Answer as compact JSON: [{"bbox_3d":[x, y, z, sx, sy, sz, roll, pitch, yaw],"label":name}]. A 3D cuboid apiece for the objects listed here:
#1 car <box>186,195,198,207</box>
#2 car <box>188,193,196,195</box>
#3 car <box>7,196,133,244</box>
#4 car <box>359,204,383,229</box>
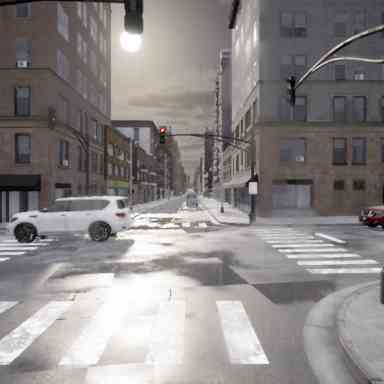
[{"bbox_3d":[0.027,1.581,52.946,2.033,1.411,5.357,0,0,-3],"label":"car"},{"bbox_3d":[-0.038,1.291,70.764,2.150,2.045,5.566,0,0,0],"label":"car"},{"bbox_3d":[-5.615,1.242,15.727,5.566,2.045,2.150,-1,0,0],"label":"car"},{"bbox_3d":[12.053,1.123,18.445,5.009,1.841,2.192,-1,1,0],"label":"car"}]
